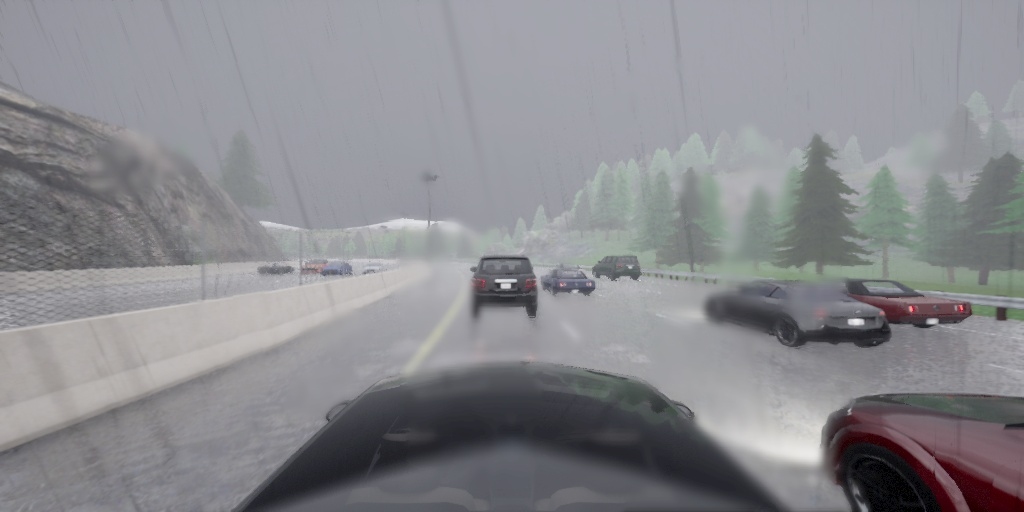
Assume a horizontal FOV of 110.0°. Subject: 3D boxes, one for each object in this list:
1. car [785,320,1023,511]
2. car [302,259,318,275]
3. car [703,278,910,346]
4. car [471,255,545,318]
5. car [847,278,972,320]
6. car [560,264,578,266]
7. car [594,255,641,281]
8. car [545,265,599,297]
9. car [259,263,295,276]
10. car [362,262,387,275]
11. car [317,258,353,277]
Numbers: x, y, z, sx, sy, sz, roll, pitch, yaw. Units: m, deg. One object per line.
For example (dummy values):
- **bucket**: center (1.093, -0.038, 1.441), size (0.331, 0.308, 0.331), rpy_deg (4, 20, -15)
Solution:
- **car**: center (3.519, 1.307, 1.191), size (1.994, 1.385, 4.181), rpy_deg (0, 0, 0)
- **car**: center (-21.925, 1.155, 40.435), size (2.097, 1.767, 4.553), rpy_deg (0, 0, -12)
- **car**: center (6.846, 1.302, 9.228), size (1.994, 1.385, 4.181), rpy_deg (0, 0, -2)
- **car**: center (-0.332, 0.975, 13.239), size (2.150, 2.045, 5.566), rpy_deg (0, 0, -3)
- **car**: center (10.290, 1.332, 11.085), size (1.895, 1.301, 4.718), rpy_deg (0, 0, -3)
- **car**: center (4.813, 1.349, 31.359), size (1.895, 1.301, 4.718), rpy_deg (0, 0, -8)
- **car**: center (8.580, 0.961, 29.719), size (2.150, 2.045, 5.566), rpy_deg (0, 0, -8)
- **car**: center (2.763, 1.350, 18.755), size (1.895, 1.301, 4.718), rpy_deg (0, 0, -5)
- **car**: center (-25.013, 1.411, 38.240), size (1.895, 1.301, 4.718), rpy_deg (0, 0, -12)
- **car**: center (-14.094, 1.313, 37.081), size (1.812, 1.442, 4.674), rpy_deg (0, 0, -11)
- **car**: center (-17.461, 1.272, 36.037), size (1.882, 1.535, 5.008), rpy_deg (0, 0, -11)
